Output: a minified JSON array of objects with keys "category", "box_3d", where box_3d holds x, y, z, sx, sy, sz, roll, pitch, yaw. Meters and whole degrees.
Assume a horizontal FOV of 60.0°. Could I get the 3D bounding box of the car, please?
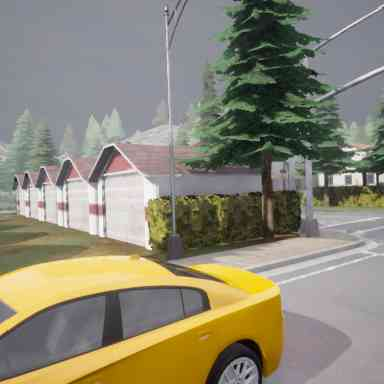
[{"category":"car","box_3d":[-1.277,1.452,3.078,5.008,1.535,1.882,-2,1,-35]}]
